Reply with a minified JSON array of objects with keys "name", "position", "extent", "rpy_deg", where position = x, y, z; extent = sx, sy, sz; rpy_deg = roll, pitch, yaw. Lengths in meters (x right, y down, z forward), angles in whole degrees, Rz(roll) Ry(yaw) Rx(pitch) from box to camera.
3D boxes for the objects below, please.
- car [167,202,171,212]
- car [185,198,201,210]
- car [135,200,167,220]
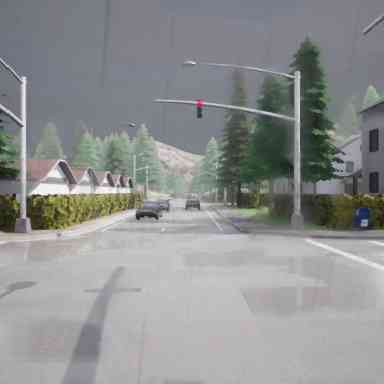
[{"name":"car","position":[-3.567,1.577,38.551],"extent":[1.994,1.385,4.181],"rpy_deg":[0,0,1]},{"name":"car","position":[0.112,1.519,43.284],"extent":[1.837,1.490,4.892],"rpy_deg":[0,0,0]},{"name":"car","position":[-3.591,1.557,28.633],"extent":[2.033,1.411,5.357],"rpy_deg":[0,0,0]}]
